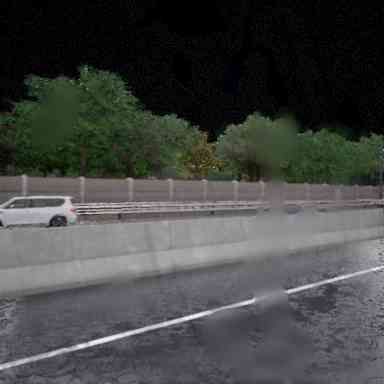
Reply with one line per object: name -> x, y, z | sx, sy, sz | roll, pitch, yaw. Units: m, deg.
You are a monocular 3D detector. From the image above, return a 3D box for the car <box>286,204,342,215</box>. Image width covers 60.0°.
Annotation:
car -> 9.053, 1.702, 23.331 | 4.718, 1.301, 1.895 | 0, 0, -35

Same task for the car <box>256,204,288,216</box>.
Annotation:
car -> 7.433, 1.652, 26.475 | 5.357, 1.411, 2.033 | 0, 0, -35

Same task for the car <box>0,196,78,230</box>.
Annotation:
car -> -9.379, 1.236, 18.796 | 5.566, 2.045, 2.150 | 0, 0, -35
